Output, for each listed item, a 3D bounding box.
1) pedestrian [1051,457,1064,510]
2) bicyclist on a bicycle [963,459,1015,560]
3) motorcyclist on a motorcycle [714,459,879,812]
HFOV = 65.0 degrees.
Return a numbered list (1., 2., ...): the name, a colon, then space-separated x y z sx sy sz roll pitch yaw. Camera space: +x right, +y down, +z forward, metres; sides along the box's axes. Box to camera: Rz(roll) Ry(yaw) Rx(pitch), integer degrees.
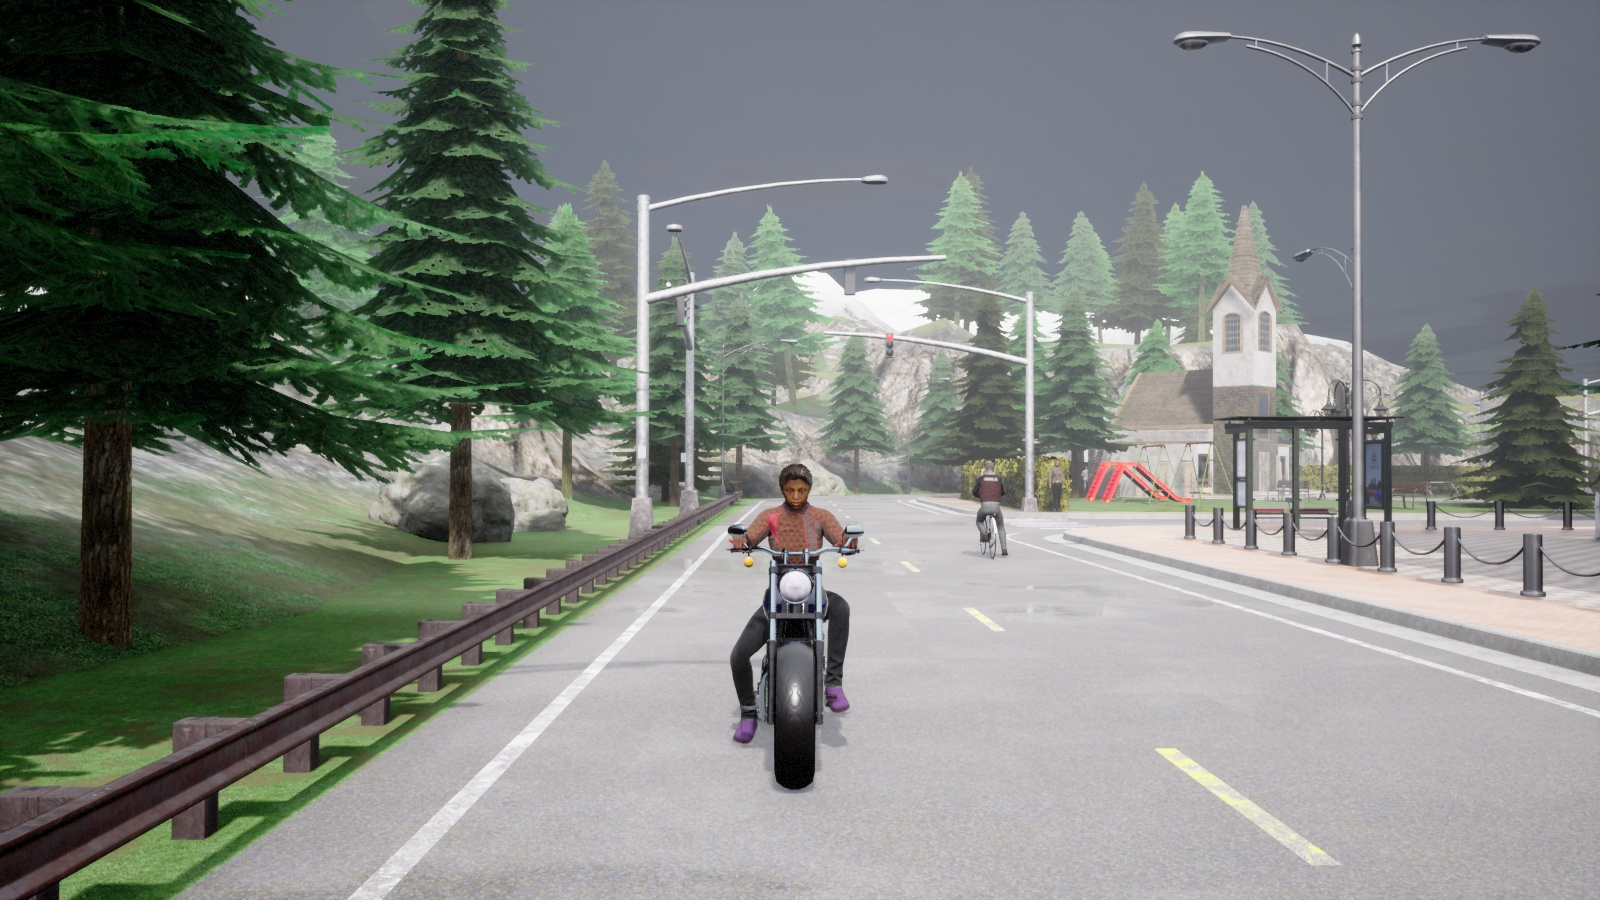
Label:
1. pedestrian: 8.943 1.155 43.646 0.331 1.846 0.634 0 -1 1
2. bicyclist on a bicycle: 3.438 1.056 22.945 0.659 1.776 1.843 0 -1 0
3. motorcyclist on a motorcycle: -0.019 0.883 7.064 0.766 1.649 2.350 0 -1 0
